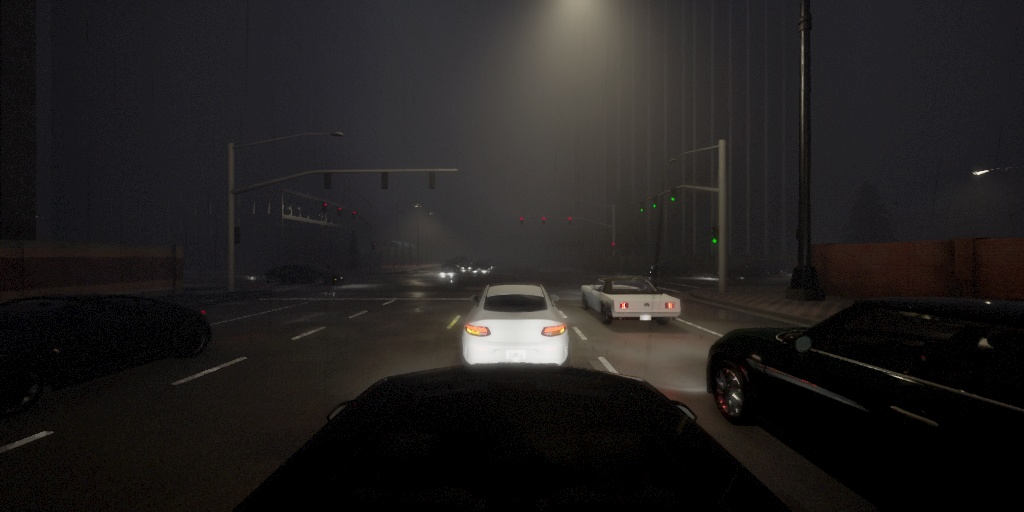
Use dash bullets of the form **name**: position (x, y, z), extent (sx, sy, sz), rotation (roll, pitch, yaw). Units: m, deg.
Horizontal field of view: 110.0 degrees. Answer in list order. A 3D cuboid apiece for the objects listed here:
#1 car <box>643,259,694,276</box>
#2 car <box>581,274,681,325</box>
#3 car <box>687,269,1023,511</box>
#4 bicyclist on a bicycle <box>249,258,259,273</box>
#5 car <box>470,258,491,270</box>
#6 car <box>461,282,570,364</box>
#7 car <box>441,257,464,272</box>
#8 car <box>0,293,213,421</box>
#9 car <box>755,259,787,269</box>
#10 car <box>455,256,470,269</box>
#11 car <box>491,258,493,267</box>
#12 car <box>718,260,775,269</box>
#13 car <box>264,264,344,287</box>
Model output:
- **car**: position (15.336, 1.102, 35.125), extent (4.553, 1.767, 2.097), rotation (0, 0, 0)
- **car**: position (3.562, 1.351, 11.772), extent (1.895, 1.301, 4.718), rotation (0, 0, 0)
- **car**: position (3.599, 1.102, 2.870), extent (2.097, 1.767, 4.553), rotation (0, 0, 0)
- **bicyclist on a bicycle**: position (-28.411, 1.051, 39.488), extent (0.582, 1.620, 1.656), rotation (0, 0, -1)
- **car**: position (-4.427, 1.314, 50.793), extent (1.994, 1.385, 4.181), rotation (0, 0, -1)
- **car**: position (0.058, 1.276, 7.554), extent (1.812, 1.442, 4.674), rotation (0, 0, 0)
- **car**: position (-7.895, 1.241, 46.226), extent (2.128, 1.511, 4.902), rotation (0, 0, 1)
- **car**: position (-7.149, 1.314, 5.633), extent (1.994, 1.385, 4.181), rotation (0, 0, -1)
- **car**: position (24.228, 1.102, 35.207), extent (4.553, 1.767, 2.097), rotation (0, 0, -1)
- **car**: position (-8.003, 0.971, 56.073), extent (2.150, 2.045, 5.566), rotation (0, 0, -1)
- **car**: position (-4.551, 1.276, 59.408), extent (1.812, 1.442, 4.674), rotation (0, 0, -1)
- **car**: position (20.187, 1.314, 31.671), extent (4.181, 1.385, 1.994), rotation (0, 0, -1)
- **car**: position (-13.912, 1.255, 24.144), extent (4.892, 1.490, 1.837), rotation (0, 0, -1)
